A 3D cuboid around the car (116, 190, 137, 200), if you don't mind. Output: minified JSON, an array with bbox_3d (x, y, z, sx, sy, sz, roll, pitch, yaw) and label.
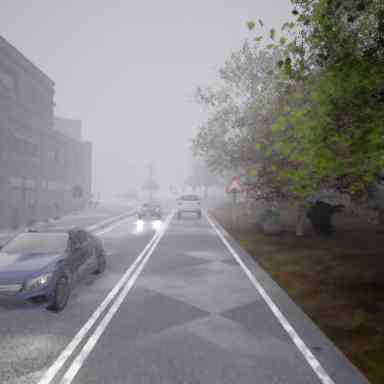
[{"bbox_3d":[-13.957,0.595,71.219,2.150,2.045,5.566,-1,0,26],"label":"car"}]

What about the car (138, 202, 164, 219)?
[{"bbox_3d":[-3.580,1.566,29.357,1.895,1.301,4.718,0,0,-1],"label":"car"}]

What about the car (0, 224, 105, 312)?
[{"bbox_3d":[-3.389,1.553,7.920,1.812,1.442,4.674,0,0,0],"label":"car"}]

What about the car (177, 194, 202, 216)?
[{"bbox_3d":[-0.256,1.171,31.803,2.150,2.045,5.566,0,1,0],"label":"car"}]
